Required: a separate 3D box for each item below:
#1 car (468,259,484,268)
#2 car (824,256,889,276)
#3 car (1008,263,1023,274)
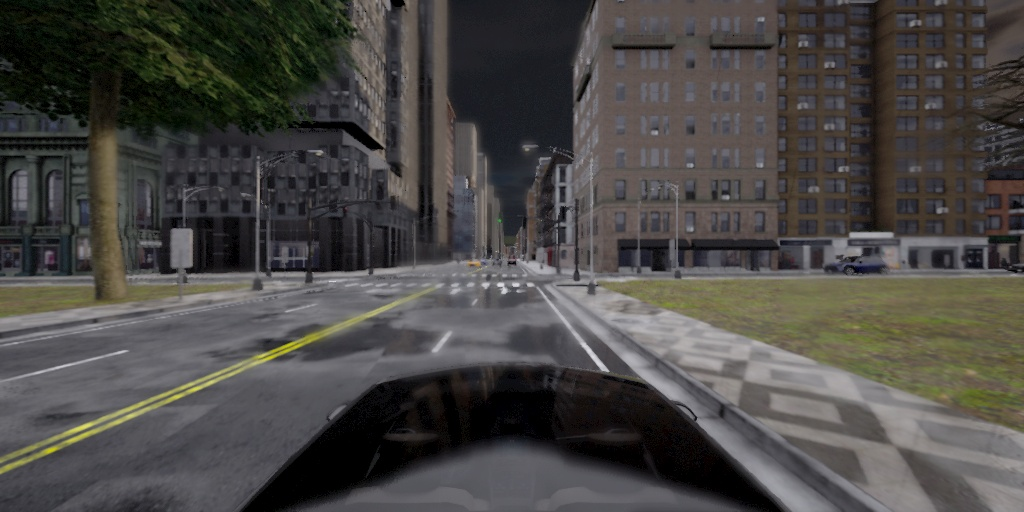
[{"bbox_3d":[-6.512,1.298,62.049,1.882,1.535,5.008,0,0,1],"label":"car"},{"bbox_3d":[31.117,0.836,32.513,4.553,1.767,2.097,0,0,0],"label":"car"},{"bbox_3d":[48.575,0.925,32.420,5.357,1.411,2.033,0,0,0],"label":"car"}]
